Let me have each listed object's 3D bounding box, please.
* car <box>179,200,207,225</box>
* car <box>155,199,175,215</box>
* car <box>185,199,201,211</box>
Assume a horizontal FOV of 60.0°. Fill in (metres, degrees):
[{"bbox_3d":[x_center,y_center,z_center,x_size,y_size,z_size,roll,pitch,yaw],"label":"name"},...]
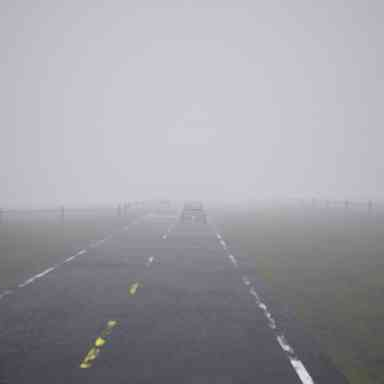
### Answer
[{"bbox_3d":[0.098,1.519,24.630,2.128,1.511,4.902,0,0,0],"label":"car"},{"bbox_3d":[-2.822,1.544,35.236,1.837,1.490,4.892,0,-1,0],"label":"car"},{"bbox_3d":[0.095,1.647,42.828,1.895,1.301,4.718,0,0,0],"label":"car"}]
